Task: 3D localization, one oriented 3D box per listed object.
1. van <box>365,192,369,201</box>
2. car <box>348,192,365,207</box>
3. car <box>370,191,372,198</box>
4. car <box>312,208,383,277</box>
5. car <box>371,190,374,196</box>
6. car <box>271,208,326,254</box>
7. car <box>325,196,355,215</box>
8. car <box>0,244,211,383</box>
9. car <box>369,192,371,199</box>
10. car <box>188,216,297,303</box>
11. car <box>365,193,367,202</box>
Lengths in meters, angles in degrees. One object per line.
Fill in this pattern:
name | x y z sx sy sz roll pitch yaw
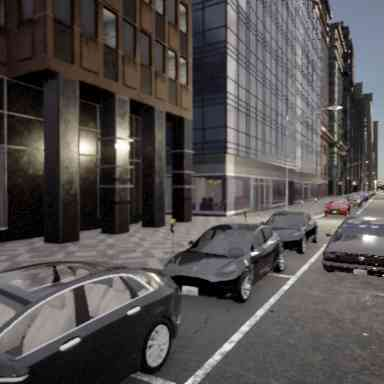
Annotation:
van | 28.833 0.869 56.871 1.690 1.788 3.998 0 0 30
car | 20.498 1.086 42.278 1.967 1.590 4.097 0 0 30
car | 34.390 0.994 66.601 1.887 1.381 4.507 0 0 30
car | 5.293 1.459 10.061 2.033 1.411 5.357 0 1 31
car | 42.725 0.772 81.194 1.967 1.590 4.097 0 0 30
car | 3.828 1.449 13.091 1.947 1.339 4.313 0 0 30
car | 12.163 1.309 27.685 1.887 1.381 4.507 0 0 30
car | -1.729 1.517 3.363 2.008 1.369 4.403 0 0 30
car | 31.612 1.033 61.737 1.887 1.381 4.507 0 0 30
car | 1.050 1.490 8.227 1.947 1.339 4.313 0 0 30
car | 23.276 1.151 47.142 1.887 1.381 4.507 0 0 30
